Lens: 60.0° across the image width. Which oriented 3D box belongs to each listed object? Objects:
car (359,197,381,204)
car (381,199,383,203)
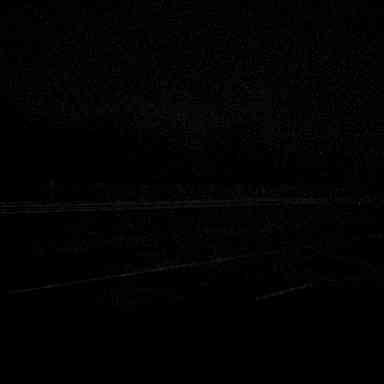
[{"bbox_3d":[26.307,1.557,48.518,4.892,1.490,1.837,0,0,-35],"label":"car"},{"bbox_3d":[28.369,1.578,45.694,4.674,1.442,1.812,0,0,-35],"label":"car"}]
